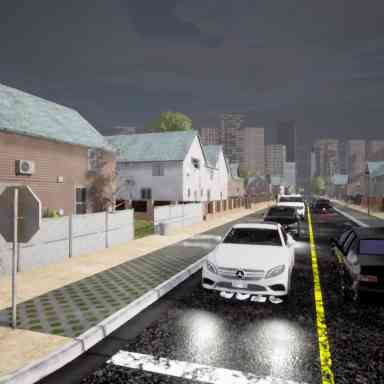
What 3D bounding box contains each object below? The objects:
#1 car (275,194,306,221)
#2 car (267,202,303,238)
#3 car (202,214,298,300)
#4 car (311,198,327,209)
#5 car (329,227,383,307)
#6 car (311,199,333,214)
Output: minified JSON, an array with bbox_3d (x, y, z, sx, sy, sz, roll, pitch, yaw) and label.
[{"bbox_3d":[8.376,1.237,28.122,2.150,2.045,5.566,0,0,19],"label":"car"},{"bbox_3d":[4.915,1.516,18.083,1.837,1.490,4.892,0,0,19],"label":"car"},{"bbox_3d":[1.685,1.533,8.693,1.812,1.442,4.674,0,0,19],"label":"car"},{"bbox_3d":[17.590,1.586,46.181,1.994,1.385,4.181,0,0,19],"label":"car"},{"bbox_3d":[4.445,1.551,7.947,2.033,1.411,5.357,0,0,19],"label":"car"},{"bbox_3d":[14.352,1.522,36.545,1.837,1.490,4.892,0,0,18],"label":"car"}]
